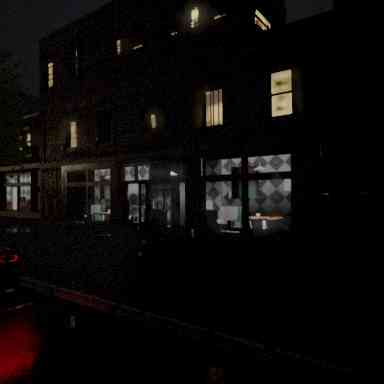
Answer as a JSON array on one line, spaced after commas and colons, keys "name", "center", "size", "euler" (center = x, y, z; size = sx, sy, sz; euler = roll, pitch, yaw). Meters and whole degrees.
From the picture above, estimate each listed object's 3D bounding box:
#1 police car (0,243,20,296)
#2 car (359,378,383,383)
[{"name": "police car", "center": [-5.898, 1.427, 7.464], "size": [5.238, 1.638, 1.930], "euler": [0, 0, 36]}, {"name": "car", "center": [2.550, 1.565, 1.068], "size": [4.313, 1.339, 1.947], "euler": [0, -1, 36]}]
